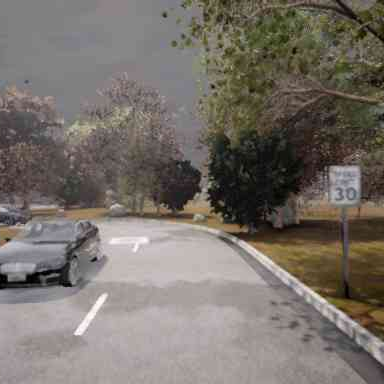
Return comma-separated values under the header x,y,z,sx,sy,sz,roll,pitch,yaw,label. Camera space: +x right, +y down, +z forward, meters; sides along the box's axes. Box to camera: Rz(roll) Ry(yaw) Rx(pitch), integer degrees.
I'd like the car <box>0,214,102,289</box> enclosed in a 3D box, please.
x,y,z,sx,sy,sz,roll,pitch,yaw,label
-3.819,1.513,9.362,2.128,1.511,4.902,-1,0,-4,car

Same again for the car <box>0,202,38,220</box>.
x,y,z,sx,sy,sz,roll,pitch,yaw,label
-13.918,1.689,23.779,4.674,1.442,1.812,-1,-1,5,car

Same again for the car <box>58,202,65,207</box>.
x,y,z,sx,sy,sz,roll,pitch,yaw,label
-29.361,2.594,75.671,2.033,1.411,5.357,0,-1,-22,car
